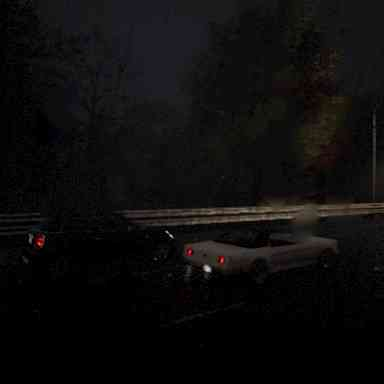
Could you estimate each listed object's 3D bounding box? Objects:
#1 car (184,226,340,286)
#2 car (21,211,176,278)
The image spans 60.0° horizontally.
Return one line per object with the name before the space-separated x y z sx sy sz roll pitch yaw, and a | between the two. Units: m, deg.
car | 2.196 1.646 9.609 4.718 1.301 1.895 0 0 -35
car | -2.714 1.374 10.407 4.553 1.767 2.097 1 0 -35
